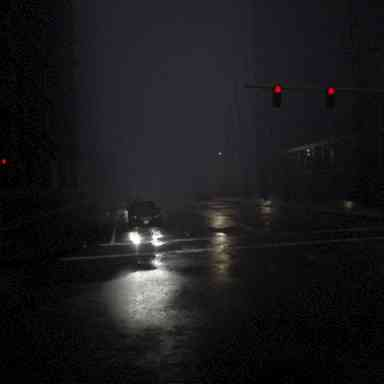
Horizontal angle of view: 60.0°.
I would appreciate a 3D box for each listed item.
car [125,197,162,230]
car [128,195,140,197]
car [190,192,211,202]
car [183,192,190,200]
[{"bbox_3d":[-2.912,1.303,20.001,2.128,1.511,4.902,-2,1,-11],"label":"car"},{"bbox_3d":[-7.019,1.142,40.296,2.128,1.511,4.902,-2,1,-11],"label":"car"},{"bbox_3d":[1.572,0.734,51.413,2.128,1.511,4.902,-2,1,-11],"label":"car"},{"bbox_3d":[-0.489,0.690,61.349,1.812,1.442,4.674,-2,1,-11],"label":"car"}]
